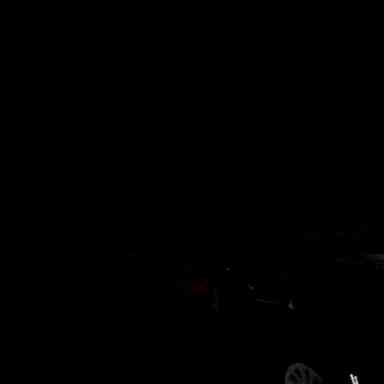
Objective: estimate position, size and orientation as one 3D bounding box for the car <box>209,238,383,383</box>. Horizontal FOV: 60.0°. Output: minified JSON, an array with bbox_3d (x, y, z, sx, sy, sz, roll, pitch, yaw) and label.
[{"bbox_3d":[1.631,1.556,4.860,1.837,1.490,4.892,2,0,-13],"label":"car"}]
